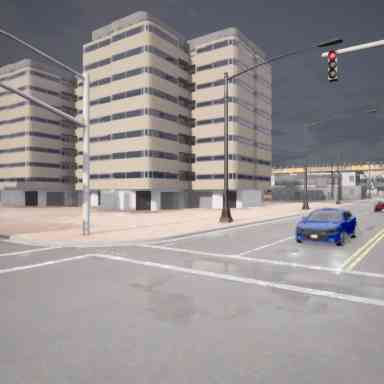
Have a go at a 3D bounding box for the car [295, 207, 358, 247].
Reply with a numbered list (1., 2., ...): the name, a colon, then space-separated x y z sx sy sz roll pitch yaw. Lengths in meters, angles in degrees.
1. car: 6.328 1.495 15.403 1.882 1.535 5.008 0 0 35

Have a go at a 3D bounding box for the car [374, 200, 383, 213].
1. car: 21.186 1.592 36.400 1.895 1.301 4.718 0 0 35
